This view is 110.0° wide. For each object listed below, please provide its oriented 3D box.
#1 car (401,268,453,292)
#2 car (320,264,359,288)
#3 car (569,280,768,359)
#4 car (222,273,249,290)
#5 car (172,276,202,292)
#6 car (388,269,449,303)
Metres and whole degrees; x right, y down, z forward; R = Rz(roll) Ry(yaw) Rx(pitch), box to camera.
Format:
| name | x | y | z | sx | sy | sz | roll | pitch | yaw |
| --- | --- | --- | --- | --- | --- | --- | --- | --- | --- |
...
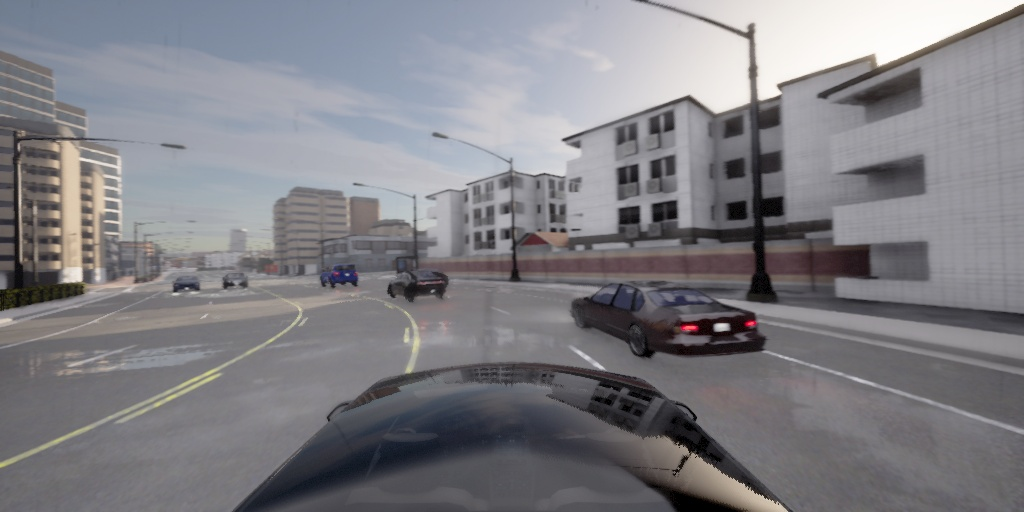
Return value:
| name | x | y | z | sx | sy | sz | roll | pitch | yaw |
| --- | --- | --- | --- | --- | --- | --- | --- | --- | --- |
| car | -6.412 | 1.712 | 26.665 | 1.837 | 1.490 | 4.892 | -1 | -1 | -38 |
| car | -15.791 | 1.776 | 32.691 | 2.150 | 2.045 | 5.566 | -1 | -1 | -40 |
| car | 3.033 | 1.276 | 8.441 | 2.033 | 1.411 | 5.357 | -2 | -1 | -11 |
| car | -27.236 | 2.421 | 35.316 | 2.128 | 1.511 | 4.902 | -1 | -1 | -40 |
| car | -30.199 | 2.545 | 33.408 | 2.033 | 1.411 | 5.357 | -1 | -1 | -41 |
| car | -5.271 | 1.588 | 19.524 | 2.128 | 1.511 | 4.902 | -1 | -1 | -35 |
